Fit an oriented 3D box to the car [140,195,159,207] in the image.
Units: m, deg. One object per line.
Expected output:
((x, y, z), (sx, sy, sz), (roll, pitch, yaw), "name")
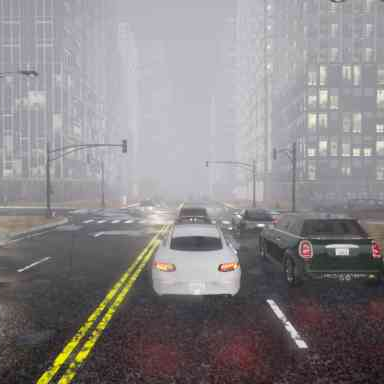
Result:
((-6.709, 1.528, 50.821), (1.994, 1.385, 4.181), (0, 0, 0), "car")

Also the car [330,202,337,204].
((15.072, 1.702, 35.427), (4.718, 1.301, 1.895), (0, 1, 0), "car")

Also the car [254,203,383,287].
((3.329, 1.348, 9.504), (2.097, 1.767, 4.553), (0, 0, 0), "car")

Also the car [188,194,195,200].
((-0.214, 1.220, 90.810), (1.882, 1.535, 5.008), (0, 0, 0), "car")

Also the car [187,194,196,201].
((-0.189, 1.418, 80.393), (1.837, 1.490, 4.892), (0, 0, 0), "car")

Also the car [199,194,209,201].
((3.062, 1.396, 80.400), (1.882, 1.535, 5.008), (0, 0, 0), "car")

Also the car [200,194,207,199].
((3.036, 1.266, 90.817), (1.812, 1.442, 4.674), (0, 0, 0), "car")

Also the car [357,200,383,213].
((21.721, 1.642, 37.941), (4.829, 1.417, 1.752), (1, 0, 1), "car")

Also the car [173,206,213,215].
((0.059, 1.495, 17.477), (1.837, 1.490, 4.892), (0, 0, 0), "car")

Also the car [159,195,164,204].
((-6.712, 1.430, 61.146), (1.882, 1.535, 5.008), (0, 0, 1), "car")

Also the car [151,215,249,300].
((0.083, 1.522, 8.228), (1.812, 1.442, 4.674), (0, 0, 0), "car")

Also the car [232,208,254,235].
((3.307, 1.555, 17.890), (1.994, 1.385, 4.181), (0, 0, 0), "car")

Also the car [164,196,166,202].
((-6.670, 1.417, 71.521), (1.882, 1.535, 5.008), (0, 0, 0), "car")

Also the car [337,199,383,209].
((16.132, 1.519, 29.641), (5.009, 1.841, 2.192), (1, 0, 1), "car")
